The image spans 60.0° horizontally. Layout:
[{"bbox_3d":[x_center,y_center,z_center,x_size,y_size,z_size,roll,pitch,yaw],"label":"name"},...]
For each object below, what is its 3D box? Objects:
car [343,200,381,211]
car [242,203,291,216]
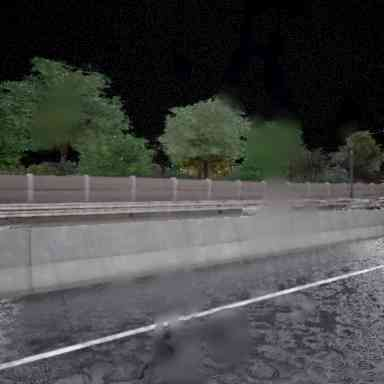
[{"bbox_3d":[17.032,1.564,33.312,4.892,1.490,1.837,0,0,-35],"label":"car"},{"bbox_3d":[6.819,1.651,30.341,4.718,1.301,1.895,0,0,-35],"label":"car"}]
